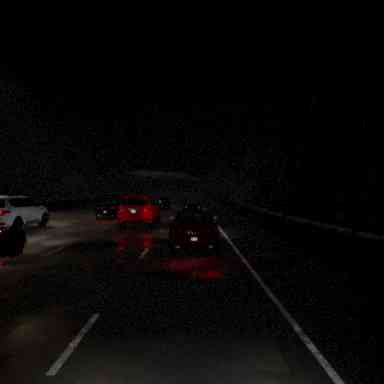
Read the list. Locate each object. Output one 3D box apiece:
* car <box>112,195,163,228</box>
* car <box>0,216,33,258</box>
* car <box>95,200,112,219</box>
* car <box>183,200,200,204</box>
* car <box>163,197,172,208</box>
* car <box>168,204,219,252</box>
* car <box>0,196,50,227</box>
[{"bbox_3d":[-3.444,1.214,22.241,2.150,2.045,5.566,0,1,0],"label":"car"},{"bbox_3d":[-6.917,1.622,9.968,1.895,1.301,4.718,0,0,0],"label":"car"},{"bbox_3d":[-6.955,1.429,29.094,1.882,1.535,5.008,0,0,0],"label":"car"},{"bbox_3d":[0.036,1.510,33.747,1.895,1.301,4.718,0,0,0],"label":"car"},{"bbox_3d":[-3.480,1.326,41.328,2.128,1.511,4.902,0,1,0],"label":"car"},{"bbox_3d":[0.074,1.492,14.126,1.882,1.535,5.008,0,0,0],"label":"car"},{"bbox_3d":[-10.436,1.227,19.525,2.150,2.045,5.566,0,0,0],"label":"car"}]
